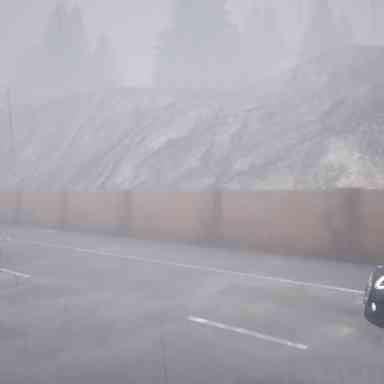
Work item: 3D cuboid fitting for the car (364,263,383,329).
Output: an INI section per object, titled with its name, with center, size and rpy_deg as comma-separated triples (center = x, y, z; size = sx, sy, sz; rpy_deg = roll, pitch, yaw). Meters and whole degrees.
[car]
center = 5.060, 1.383, 4.810
size = 4.553, 1.767, 2.097
rpy_deg = 0, 0, 34
